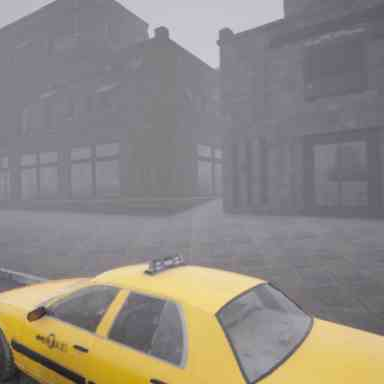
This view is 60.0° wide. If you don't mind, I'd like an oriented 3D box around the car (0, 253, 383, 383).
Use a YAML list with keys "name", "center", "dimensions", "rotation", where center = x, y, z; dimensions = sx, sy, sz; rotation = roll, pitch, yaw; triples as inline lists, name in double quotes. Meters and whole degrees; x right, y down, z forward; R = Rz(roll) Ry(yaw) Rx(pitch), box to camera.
- name: "car"
  center: [-0.521, 1.469, 3.697]
  dimensions: [5.366, 1.575, 1.946]
  rotation: [0, 0, 35]
